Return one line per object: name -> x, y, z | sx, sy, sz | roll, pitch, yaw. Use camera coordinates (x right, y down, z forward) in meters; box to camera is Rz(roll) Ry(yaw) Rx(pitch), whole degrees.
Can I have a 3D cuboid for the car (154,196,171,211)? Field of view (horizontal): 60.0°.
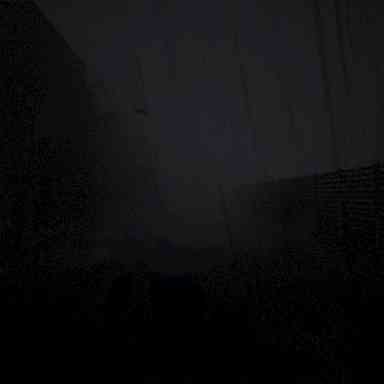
car -> -4.098, 1.599, 47.023 | 2.150, 2.045, 5.566 | 0, 0, 0
